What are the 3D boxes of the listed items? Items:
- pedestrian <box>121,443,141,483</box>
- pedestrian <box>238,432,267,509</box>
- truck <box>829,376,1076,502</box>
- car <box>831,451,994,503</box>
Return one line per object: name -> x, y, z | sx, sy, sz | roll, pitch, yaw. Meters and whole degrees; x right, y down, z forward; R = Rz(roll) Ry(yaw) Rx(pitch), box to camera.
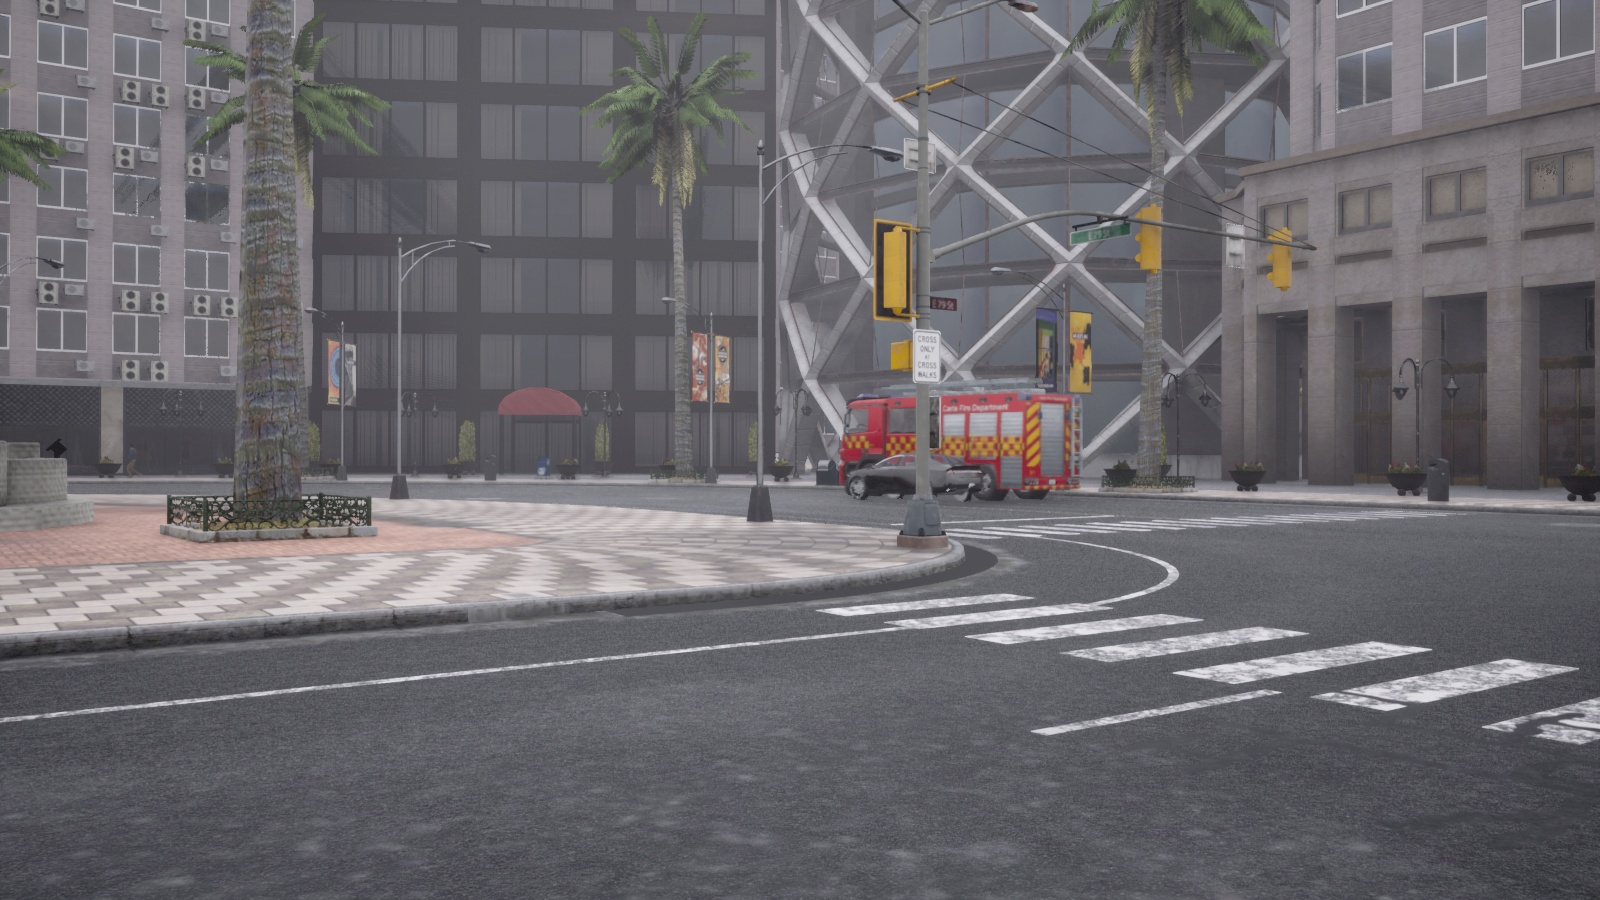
pedestrian -> -33.023, 0.623, 62.016 | 0.788, 1.949, 0.423 | 0, 0, -11
pedestrian -> -13.987, 0.510, 32.090 | 0.423, 1.949, 0.788 | 0, 0, -43
truck -> 4.908, -0.327, 42.174 | 2.891, 3.827, 8.468 | 0, 0, -41
car -> 3.382, 0.788, 38.669 | 2.128, 1.511, 4.902 | 0, 0, -41
